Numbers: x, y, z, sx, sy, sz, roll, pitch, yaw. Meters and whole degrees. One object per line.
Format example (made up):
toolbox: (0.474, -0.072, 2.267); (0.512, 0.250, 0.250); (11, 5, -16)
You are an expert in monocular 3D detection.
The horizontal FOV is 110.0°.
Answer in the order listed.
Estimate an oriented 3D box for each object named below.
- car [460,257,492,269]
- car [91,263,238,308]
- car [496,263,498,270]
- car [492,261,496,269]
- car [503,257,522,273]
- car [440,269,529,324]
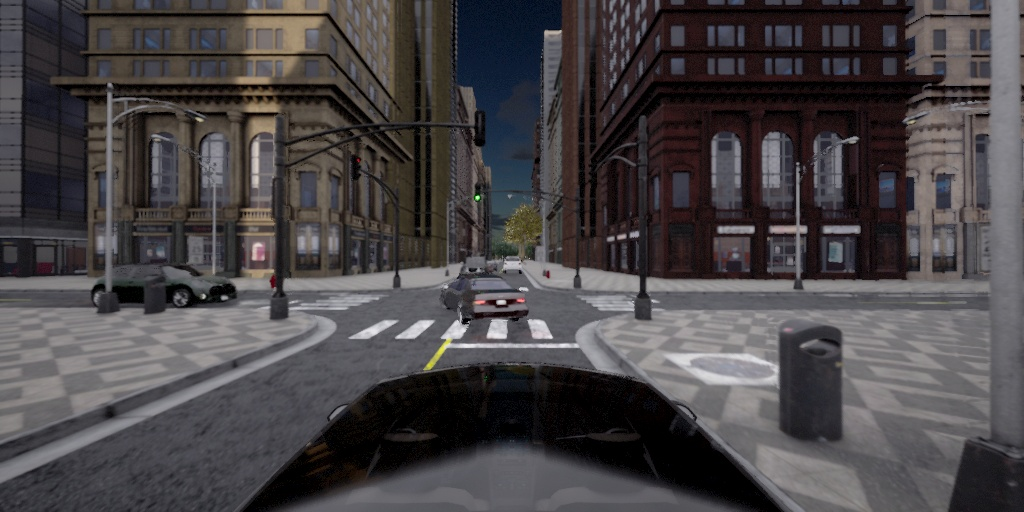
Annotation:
car: (-3.104, 1.062, 30.625); (2.150, 2.045, 5.566); (0, 0, -1)
car: (-13.804, 1.093, 14.467); (4.553, 1.767, 2.097); (0, 0, 0)
car: (-3.023, 1.411, 51.182); (2.128, 1.511, 4.902); (0, 0, 0)
car: (-3.095, 1.402, 40.742); (1.812, 1.442, 4.674); (0, 0, 0)
car: (0.088, 1.115, 45.101); (2.150, 2.045, 5.566); (0, 0, 0)
car: (-1.153, 1.330, 12.245); (2.033, 1.411, 5.357); (0, 0, -20)
